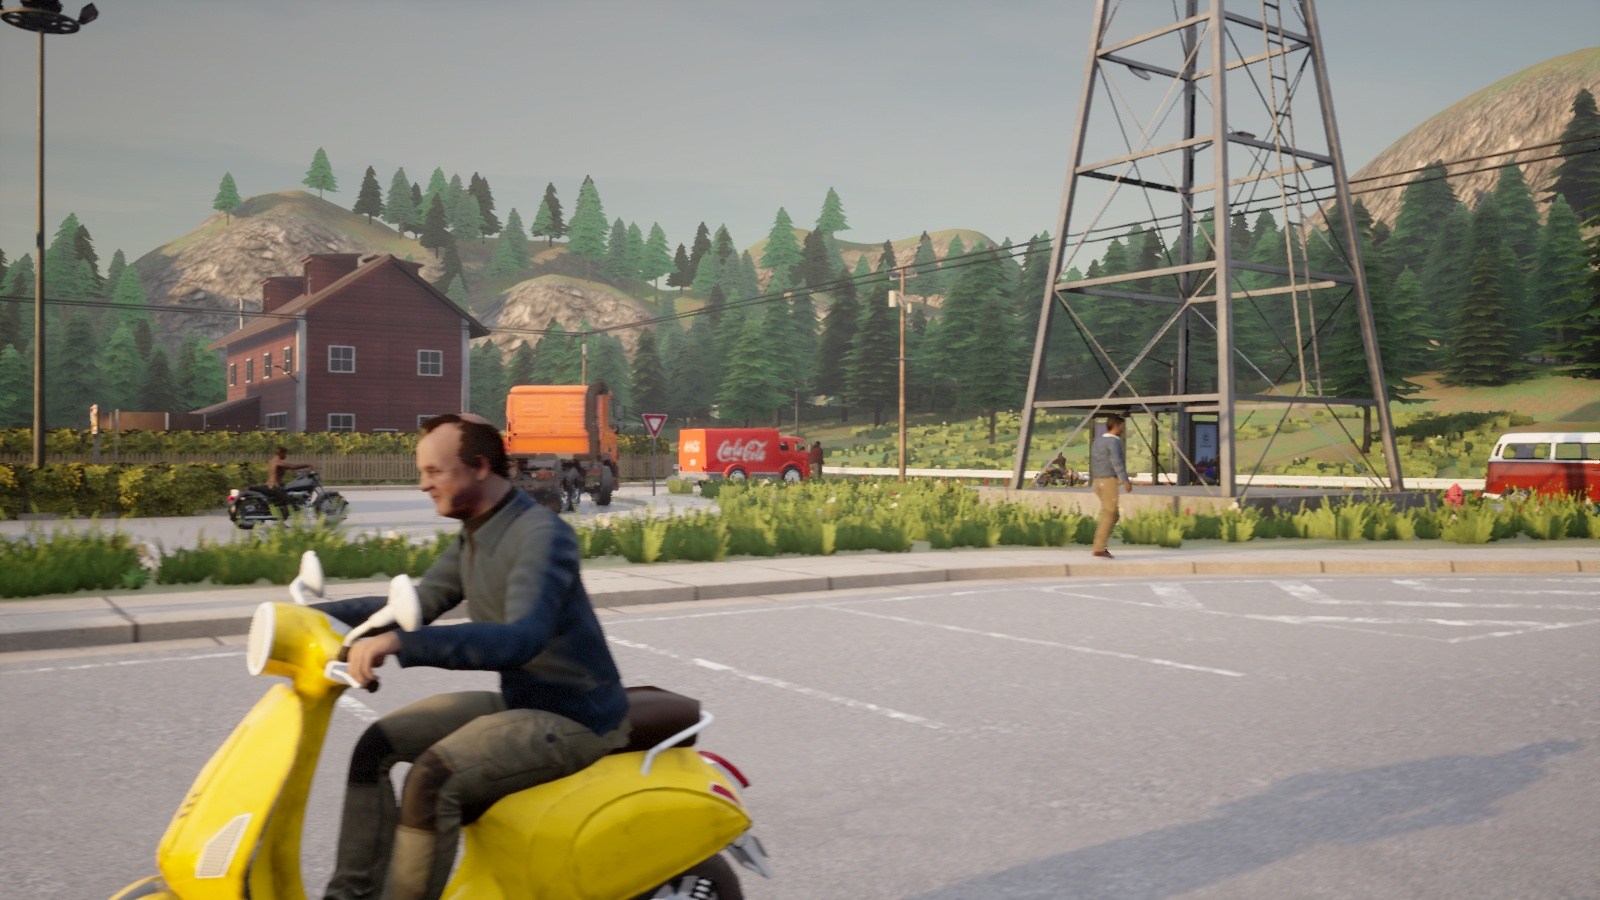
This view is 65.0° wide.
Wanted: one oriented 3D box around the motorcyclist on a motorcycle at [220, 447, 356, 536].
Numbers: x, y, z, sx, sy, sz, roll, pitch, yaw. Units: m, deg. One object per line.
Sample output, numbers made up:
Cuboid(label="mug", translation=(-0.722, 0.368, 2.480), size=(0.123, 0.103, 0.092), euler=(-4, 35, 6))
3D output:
Cuboid(label="motorcyclist on a motorcycle", translation=(-9.935, 0.776, 24.443), size=(0.766, 1.649, 2.350), euler=(0, 0, 45))

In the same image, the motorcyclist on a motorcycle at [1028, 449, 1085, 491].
Cuboid(label="motorcyclist on a motorcycle", translation=(10.199, 0.796, 50.042), size=(0.766, 1.649, 2.350), euler=(0, 0, -34))

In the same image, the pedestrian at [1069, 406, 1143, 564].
Cuboid(label="pedestrian", translation=(3.821, 0.431, 15.714), size=(0.788, 1.949, 0.423), euler=(0, 0, -13))

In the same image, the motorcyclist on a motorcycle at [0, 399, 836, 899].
Cuboid(label="motorcyclist on a motorcycle", translation=(-0.902, 0.708, 3.031), size=(1.817, 1.590, 0.866), euler=(0, 0, -35))

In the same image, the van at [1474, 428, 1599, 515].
Cuboid(label="van", translation=(19.134, 0.502, 30.422), size=(2.069, 2.038, 4.480), euler=(0, 0, -34))

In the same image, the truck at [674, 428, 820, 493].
Cuboid(label="truck", translation=(-2.080, 0.385, 50.065), size=(5.204, 2.467, 2.627), euler=(0, 0, -33))

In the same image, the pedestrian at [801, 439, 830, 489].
Cuboid(label="pedestrian", translation=(0.594, 0.515, 47.220), size=(0.899, 1.844, 0.634), euler=(0, 0, -40))

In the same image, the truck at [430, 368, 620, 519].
Cuboid(label="truck", translation=(-6.913, -0.142, 32.940), size=(2.891, 3.462, 7.936), euler=(0, 0, 3))
